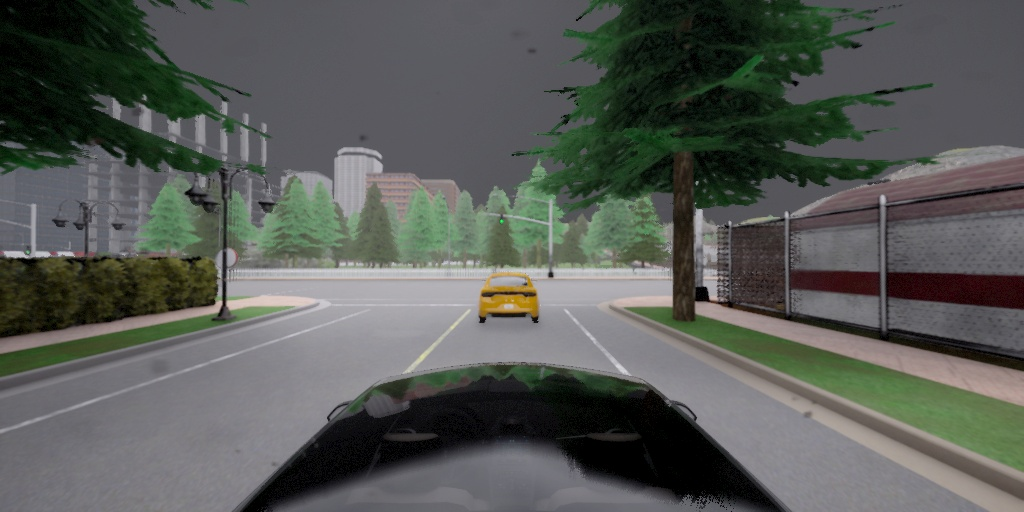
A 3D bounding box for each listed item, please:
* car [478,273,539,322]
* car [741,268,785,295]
[{"bbox_3d":[-0.112,1.328,12.847,1.882,1.535,5.008,0,-1,0],"label":"car"},{"bbox_3d":[16.316,1.434,21.147,5.008,1.535,1.882,0,-1,0],"label":"car"}]
